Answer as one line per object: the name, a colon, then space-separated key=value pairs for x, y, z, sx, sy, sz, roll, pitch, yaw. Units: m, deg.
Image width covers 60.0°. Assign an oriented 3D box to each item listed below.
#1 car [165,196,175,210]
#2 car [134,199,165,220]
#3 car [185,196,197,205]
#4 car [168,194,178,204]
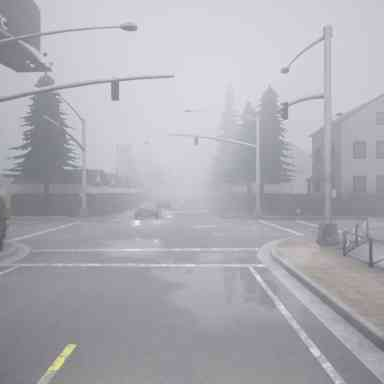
car: x=-3.666 y=1.600 z=42.922 sx=1.895 sy=1.301 sz=4.718 roll=0 pitch=0 yaw=0
car: x=-3.651 y=1.513 z=28.142 sx=1.812 sy=1.442 sz=4.674 roll=0 pitch=-1 yaw=0
car: x=-0.100 y=1.491 z=59.300 sx=2.128 sy=1.511 sz=4.902 roll=0 pitch=0 yaw=0
car: x=-3.600 y=1.161 z=59.493 sx=2.097 sy=1.767 sz=4.553 roll=0 pitch=0 yaw=0
